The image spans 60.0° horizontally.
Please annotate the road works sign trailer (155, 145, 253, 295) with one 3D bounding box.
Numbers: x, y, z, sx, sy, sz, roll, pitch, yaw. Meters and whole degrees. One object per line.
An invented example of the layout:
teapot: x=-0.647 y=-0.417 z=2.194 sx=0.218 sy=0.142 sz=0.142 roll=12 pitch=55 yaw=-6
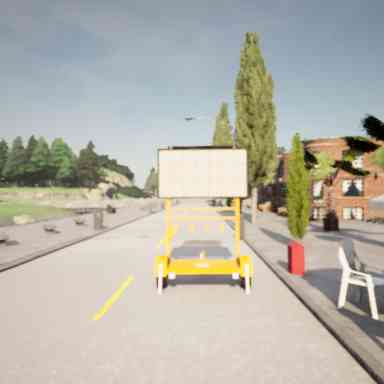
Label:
road works sign trailer: x=0.293 y=0.566 z=8.975 sx=2.380 sy=3.560 sz=2.880 roll=0 pitch=-1 yaw=2
